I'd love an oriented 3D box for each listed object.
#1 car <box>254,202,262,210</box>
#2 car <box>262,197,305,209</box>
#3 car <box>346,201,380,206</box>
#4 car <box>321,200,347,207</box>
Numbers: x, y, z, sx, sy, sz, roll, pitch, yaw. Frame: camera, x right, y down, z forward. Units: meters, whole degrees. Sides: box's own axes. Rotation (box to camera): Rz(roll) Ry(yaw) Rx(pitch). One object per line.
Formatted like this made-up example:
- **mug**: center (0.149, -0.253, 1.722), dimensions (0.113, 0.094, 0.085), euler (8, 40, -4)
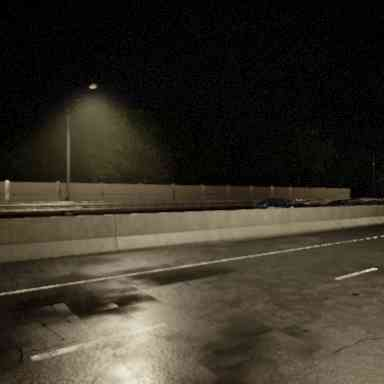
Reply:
- **car**: center (9.740, 1.504, 41.083), dimensions (4.553, 1.767, 2.097), euler (0, 0, -36)
- **car**: center (10.714, 1.636, 37.479), dimensions (4.902, 1.511, 2.128), euler (0, 0, -36)
- **car**: center (18.241, 1.731, 34.257), dimensions (4.181, 1.385, 1.994), euler (0, 0, -36)
- **car**: center (16.321, 1.673, 37.185), dimensions (4.892, 1.490, 1.837), euler (0, 0, -36)
